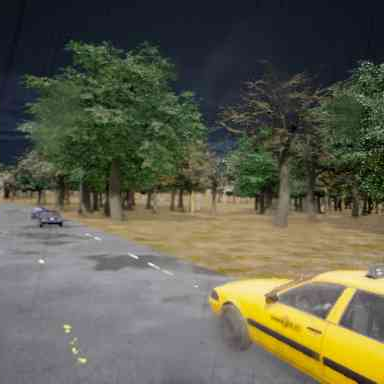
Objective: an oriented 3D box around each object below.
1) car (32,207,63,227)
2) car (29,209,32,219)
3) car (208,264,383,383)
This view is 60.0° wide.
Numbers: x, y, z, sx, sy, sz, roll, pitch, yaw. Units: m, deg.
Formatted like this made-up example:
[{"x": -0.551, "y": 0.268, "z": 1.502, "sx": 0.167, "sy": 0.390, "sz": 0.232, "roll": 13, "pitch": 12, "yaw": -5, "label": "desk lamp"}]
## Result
[{"x": -12.552, "y": 2.293, "z": 29.267, "sx": 2.033, "sy": 1.411, "sz": 5.357, "roll": 2, "pitch": -2, "yaw": -28, "label": "car"}, {"x": -18.268, "y": 2.485, "z": 39.728, "sx": 1.812, "sy": 1.442, "sz": 4.674, "roll": 2, "pitch": -2, "yaw": -28, "label": "car"}, {"x": 2.111, "y": 1.639, "z": 4.154, "sx": 1.801, "sy": 1.575, "sz": 5.366, "roll": 2, "pitch": -2, "yaw": -28, "label": "car"}]
